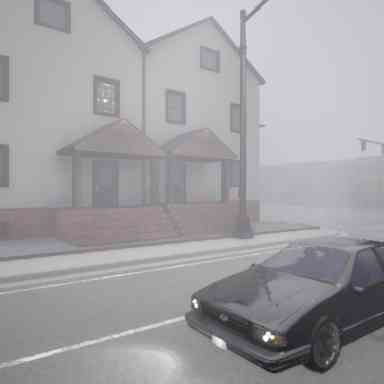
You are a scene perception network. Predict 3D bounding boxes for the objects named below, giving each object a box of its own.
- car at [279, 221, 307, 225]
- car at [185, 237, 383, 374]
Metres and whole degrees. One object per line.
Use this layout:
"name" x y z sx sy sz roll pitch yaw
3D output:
"car" 8.588 3.480 31.355 2.128 1.511 4.902 -1 -12 -36
"car" 2.512 1.547 5.828 5.357 1.411 2.033 0 0 -36
